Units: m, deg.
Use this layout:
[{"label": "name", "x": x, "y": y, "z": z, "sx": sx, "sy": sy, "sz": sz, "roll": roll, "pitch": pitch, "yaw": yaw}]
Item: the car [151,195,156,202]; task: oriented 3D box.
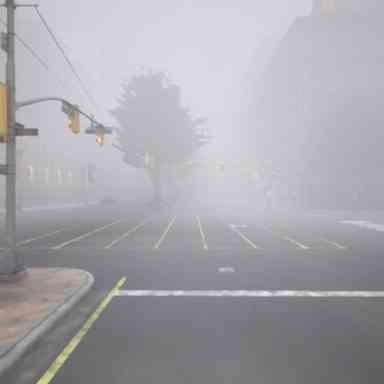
[{"label": "car", "x": -8.025, "y": 1.346, "z": 74.501, "sx": 1.882, "sy": 1.535, "sz": 5.008, "roll": 0, "pitch": 0, "yaw": 0}]

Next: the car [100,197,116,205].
[{"label": "car", "x": -14.769, "y": 1.492, "z": 58.406, "sx": 1.895, "sy": 1.301, "sz": 4.718, "roll": 0, "pitch": 0, "yaw": 0}]
